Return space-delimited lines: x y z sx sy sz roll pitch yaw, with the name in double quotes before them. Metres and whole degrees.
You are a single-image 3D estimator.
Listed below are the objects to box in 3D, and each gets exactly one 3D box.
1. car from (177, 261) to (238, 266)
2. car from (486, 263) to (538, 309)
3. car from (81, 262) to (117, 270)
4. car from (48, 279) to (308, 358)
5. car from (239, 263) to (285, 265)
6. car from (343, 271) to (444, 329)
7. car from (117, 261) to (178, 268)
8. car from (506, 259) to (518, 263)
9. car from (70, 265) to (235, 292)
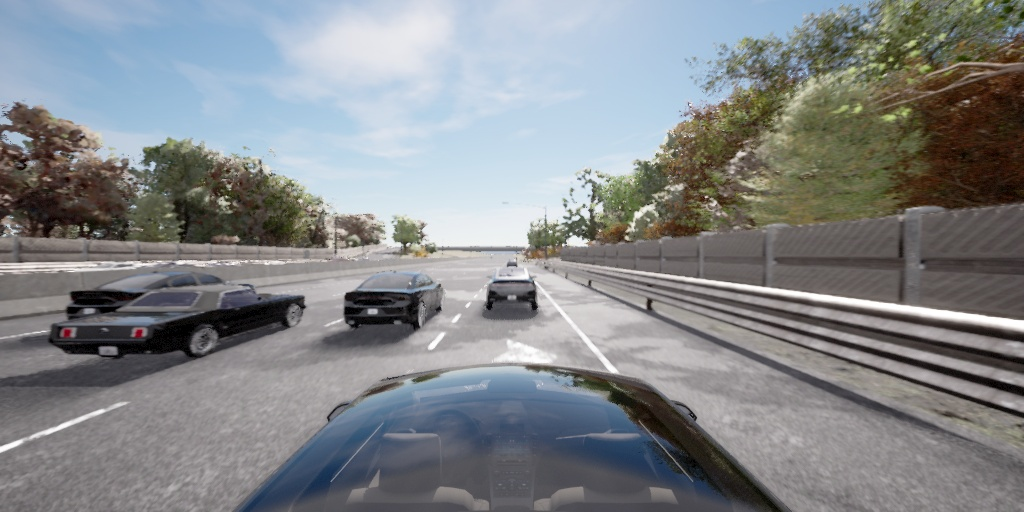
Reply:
"car" -24.583 1.228 30.290 2.033 1.411 5.357 0 0 0
"car" -0.001 1.205 14.614 2.128 1.511 4.902 0 0 0
"car" -31.581 1.208 28.379 1.812 1.442 4.674 0 0 0
"car" -6.899 1.330 8.353 1.895 1.301 4.718 0 0 0
"car" -21.087 1.280 31.427 1.895 1.301 4.718 0 0 0
"car" -3.399 1.199 11.227 1.882 1.535 5.008 0 0 0
"car" -28.081 1.175 29.074 2.128 1.511 4.902 0 0 0
"car" -0.007 1.210 61.260 2.033 1.411 5.357 0 0 0
"car" -10.399 1.199 11.295 1.882 1.535 5.008 0 0 0
